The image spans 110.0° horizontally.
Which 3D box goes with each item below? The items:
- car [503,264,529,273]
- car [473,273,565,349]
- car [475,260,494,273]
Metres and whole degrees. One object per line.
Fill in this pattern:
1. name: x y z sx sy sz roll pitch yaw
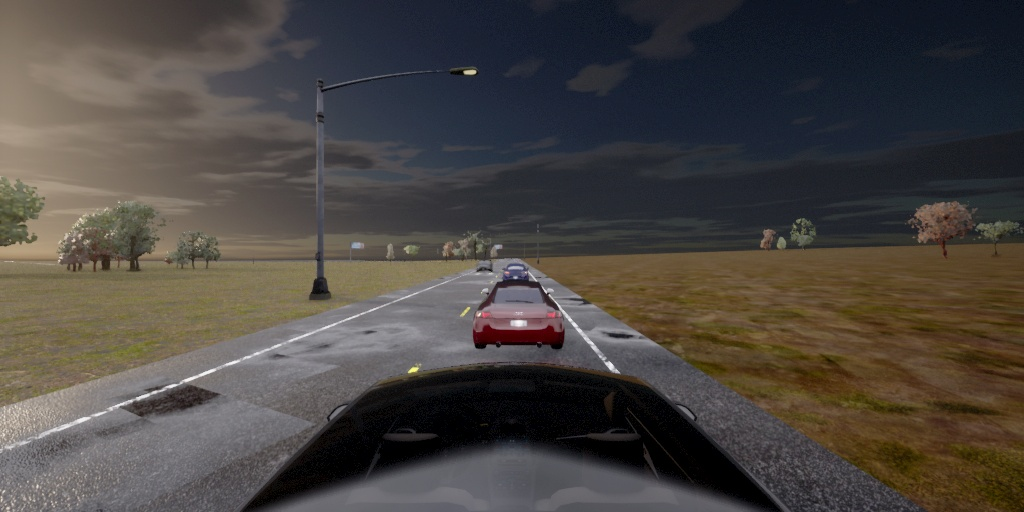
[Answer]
1. car: 0.292 1.281 26.460 1.812 1.442 4.674 0 0 1
2. car: 0.155 1.316 9.169 1.994 1.385 4.181 0 0 1
3. car: -3.274 1.261 43.370 1.837 1.490 4.892 0 0 1
